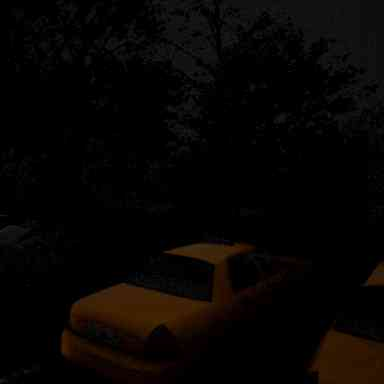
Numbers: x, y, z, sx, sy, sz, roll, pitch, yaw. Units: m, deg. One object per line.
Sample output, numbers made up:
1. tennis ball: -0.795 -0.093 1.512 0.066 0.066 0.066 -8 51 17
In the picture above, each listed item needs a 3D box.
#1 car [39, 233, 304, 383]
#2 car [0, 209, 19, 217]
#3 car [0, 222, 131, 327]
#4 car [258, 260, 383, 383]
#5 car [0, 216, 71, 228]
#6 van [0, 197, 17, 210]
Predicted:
1. car: 0.558 1.478 5.591 1.946 1.575 5.366 0 0 36
2. car: -6.459 1.468 10.373 2.002 1.452 4.674 1 0 36
3. car: -1.806 1.502 7.085 2.163 1.488 4.792 0 0 36
4. car: 2.834 1.477 3.967 1.946 1.575 5.366 0 0 36
5. car: -4.192 1.493 8.755 2.002 1.452 4.674 1 0 36
6. van: -8.708 1.180 11.819 1.878 1.987 4.442 0 1 35
